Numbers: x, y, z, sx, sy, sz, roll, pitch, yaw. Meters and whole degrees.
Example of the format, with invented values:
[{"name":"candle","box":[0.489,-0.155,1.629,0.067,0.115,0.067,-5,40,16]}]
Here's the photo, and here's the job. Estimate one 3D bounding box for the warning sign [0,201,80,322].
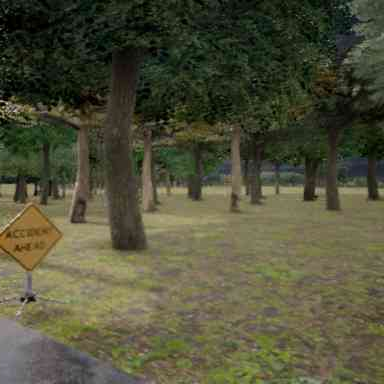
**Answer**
[{"name":"warning sign","box":[-2.951,1.111,6.057,1.060,1.860,1.300,1,0,36]}]
